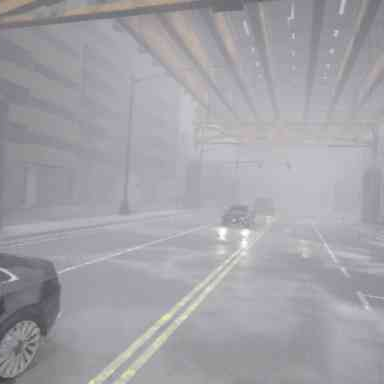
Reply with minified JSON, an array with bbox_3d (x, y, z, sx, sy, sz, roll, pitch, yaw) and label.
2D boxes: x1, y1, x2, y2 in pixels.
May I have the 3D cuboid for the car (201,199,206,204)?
[{"bbox_3d":[-0.022,1.224,56.667,4.974,1.542,2.038,4,0,-3],"label":"car"}]

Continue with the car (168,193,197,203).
[{"bbox_3d":[-1.604,0.977,52.831,4.536,1.218,1.853,4,0,42],"label":"car"}]

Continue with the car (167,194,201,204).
[{"bbox_3d":[-1.576,1.137,52.796,4.974,1.542,2.038,4,0,42],"label":"car"}]

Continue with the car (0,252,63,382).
[{"bbox_3d":[-3.179,1.269,2.670,2.128,1.511,4.902,4,0,17],"label":"car"}]

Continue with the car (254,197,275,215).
[{"bbox_3d":[8.895,1.698,40.825,2.150,2.045,5.566,4,0,17],"label":"car"}]

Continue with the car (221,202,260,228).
[{"bbox_3d":[3.399,1.634,23.653,1.837,1.490,4.892,4,0,17],"label":"car"}]
